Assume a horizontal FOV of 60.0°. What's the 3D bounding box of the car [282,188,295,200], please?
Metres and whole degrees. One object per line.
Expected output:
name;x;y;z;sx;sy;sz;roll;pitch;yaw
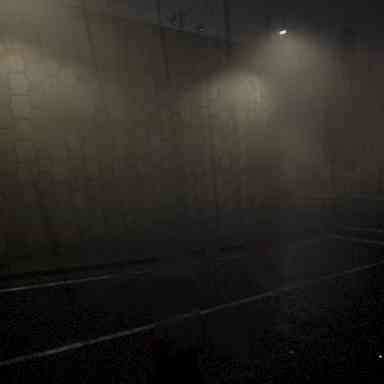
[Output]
car;7.745;0.076;32.790;1.882;1.535;5.008;-7;5;-35
